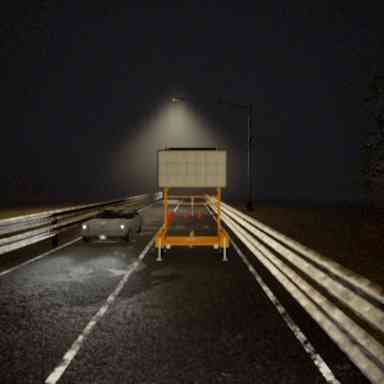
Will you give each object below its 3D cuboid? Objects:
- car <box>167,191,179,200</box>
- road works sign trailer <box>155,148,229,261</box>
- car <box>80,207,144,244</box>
[{"bbox_3d":[-3.297,0.560,57.934,2.128,1.511,4.902,0,1,0],"label":"car"},{"bbox_3d":[0.013,0.277,11.504,2.380,3.560,2.880,0,1,0],"label":"road works sign trailer"},{"bbox_3d":[-3.347,1.362,14.712,1.895,1.301,4.718,0,1,0],"label":"car"}]
